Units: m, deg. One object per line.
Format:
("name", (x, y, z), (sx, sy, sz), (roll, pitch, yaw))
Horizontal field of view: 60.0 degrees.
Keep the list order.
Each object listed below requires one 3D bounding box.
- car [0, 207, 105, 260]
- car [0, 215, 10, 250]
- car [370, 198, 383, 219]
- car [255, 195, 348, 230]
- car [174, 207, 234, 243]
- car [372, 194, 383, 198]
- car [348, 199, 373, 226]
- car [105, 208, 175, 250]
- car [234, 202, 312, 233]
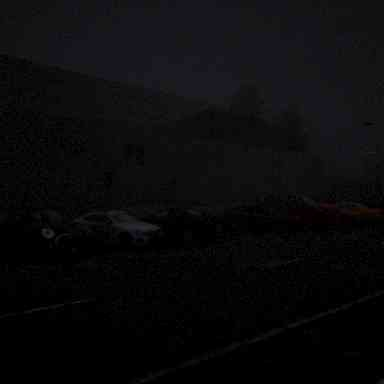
("car", (-5.753, 1.365, 12.484), (4.553, 1.767, 2.185), (-1, -1, 35))
("car", (-8.171, 1.535, 10.727), (4.674, 1.452, 2.002), (-1, -1, 35))
("car", (11.233, 1.438, 24.747), (5.366, 1.575, 1.946), (-1, -1, 35))
("car", (6.523, 1.198, 21.157), (5.566, 2.045, 2.435), (-1, -1, 35))
("car", (-0.833, 1.477, 15.938), (5.008, 1.535, 2.097), (-1, 0, 35))
("car", (16.247, 1.185, 28.137), (5.566, 2.045, 2.435), (-1, 0, 35))
("car", (9.099, 1.436, 22.802), (5.366, 1.575, 1.946), (-1, -1, 35))
("car", (-3.283, 1.526, 14.206), (4.674, 1.452, 2.002), (-1, -1, 35))
("car", (4.080, 1.486, 19.411), (4.792, 1.488, 2.163), (-1, -1, 35))
